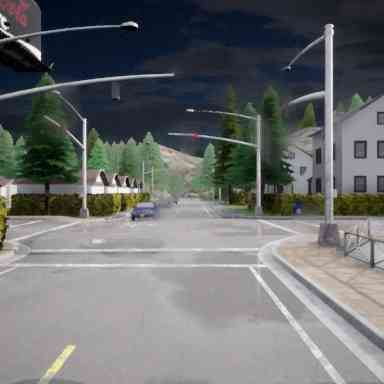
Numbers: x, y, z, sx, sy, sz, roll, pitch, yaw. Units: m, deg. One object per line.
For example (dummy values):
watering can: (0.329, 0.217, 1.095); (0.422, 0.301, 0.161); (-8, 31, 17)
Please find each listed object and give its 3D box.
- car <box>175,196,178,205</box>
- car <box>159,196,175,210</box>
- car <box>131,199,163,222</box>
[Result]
car: (-3.504, 1.504, 59.422); (2.128, 1.511, 4.902); (0, 0, 0)
car: (-3.595, 1.507, 42.896); (1.837, 1.490, 4.892); (0, -1, 0)
car: (-3.607, 1.493, 26.345); (1.812, 1.442, 4.674); (-1, -1, 0)
